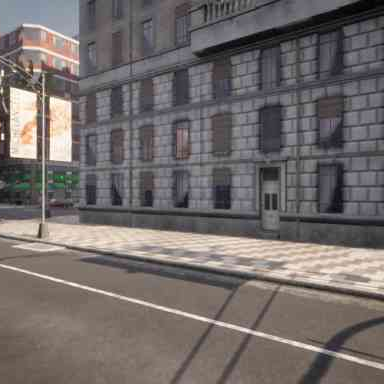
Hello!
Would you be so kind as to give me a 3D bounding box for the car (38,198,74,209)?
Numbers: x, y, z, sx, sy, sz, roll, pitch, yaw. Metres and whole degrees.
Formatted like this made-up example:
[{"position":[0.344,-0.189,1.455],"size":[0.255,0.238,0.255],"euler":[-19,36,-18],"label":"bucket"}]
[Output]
[{"position":[-18.067,1.526,44.397],"size":[1.812,1.442,4.674],"euler":[0,0,36],"label":"car"}]
